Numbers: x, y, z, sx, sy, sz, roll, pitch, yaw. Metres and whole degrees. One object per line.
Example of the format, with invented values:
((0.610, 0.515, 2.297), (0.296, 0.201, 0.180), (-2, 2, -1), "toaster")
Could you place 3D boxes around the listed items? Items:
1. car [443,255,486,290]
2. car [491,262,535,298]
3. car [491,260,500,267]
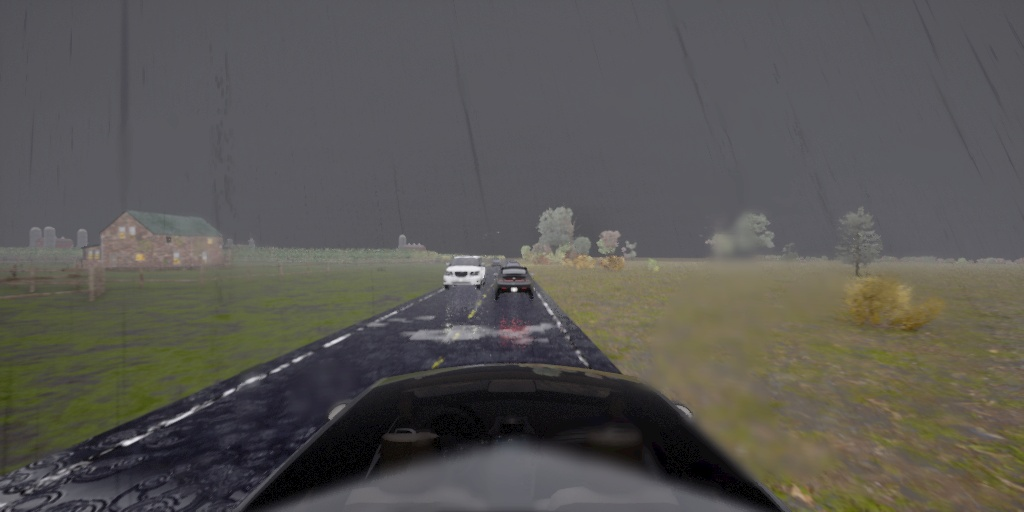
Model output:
((-2.848, 0.983, 22.778), (2.150, 2.045, 5.566), (0, 0, 0), "car")
((0.101, 1.260, 18.409), (1.837, 1.490, 4.892), (0, 0, 0), "car")
((-2.759, 1.362, 65.132), (2.033, 1.411, 5.357), (0, 0, 0), "car")
